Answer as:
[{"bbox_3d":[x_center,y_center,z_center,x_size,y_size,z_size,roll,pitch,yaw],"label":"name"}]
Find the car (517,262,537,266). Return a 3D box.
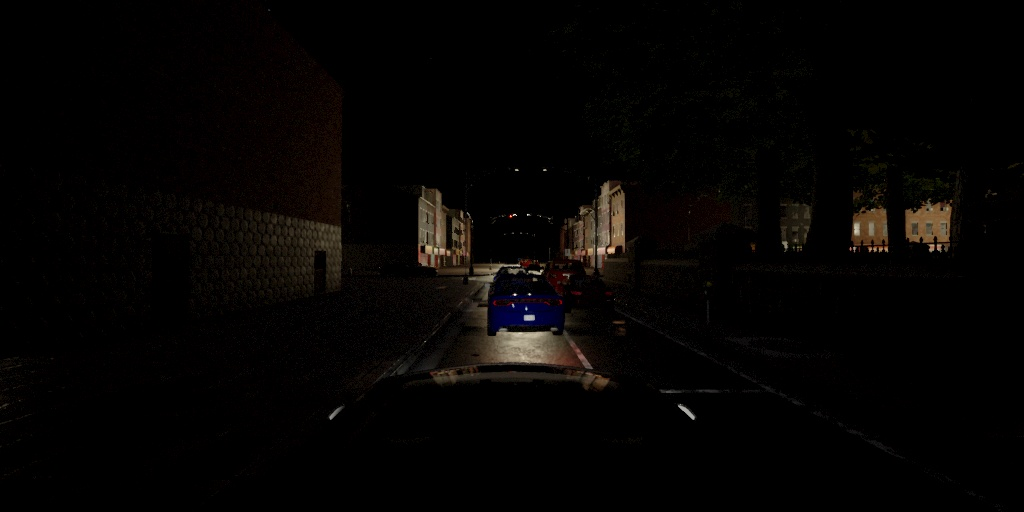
[{"bbox_3d":[0.066,1.236,18.048,1.882,1.535,5.008,0,0,1],"label":"car"}]

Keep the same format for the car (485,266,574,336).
[{"bbox_3d":[0.226,1.230,10.488,1.882,1.535,5.008,0,0,-4],"label":"car"}]

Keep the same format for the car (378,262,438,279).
[{"bbox_3d":[-8.904,1.238,30.825,4.902,1.511,2.128,0,-1,-6],"label":"car"}]

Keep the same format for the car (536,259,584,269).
[{"bbox_3d":[2.634,1.074,19.004,2.192,1.841,5.009,0,0,0],"label":"car"}]

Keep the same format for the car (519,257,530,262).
[{"bbox_3d":[2.624,1.394,61.744,1.888,1.381,4.507,0,0,0],"label":"car"}]

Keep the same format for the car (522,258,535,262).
[{"bbox_3d":[2.628,1.349,45.433,1.888,1.381,4.507,0,0,0],"label":"car"}]

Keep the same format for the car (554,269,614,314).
[{"bbox_3d":[2.635,1.336,13.555,1.802,1.307,4.207,0,0,0],"label":"car"}]
